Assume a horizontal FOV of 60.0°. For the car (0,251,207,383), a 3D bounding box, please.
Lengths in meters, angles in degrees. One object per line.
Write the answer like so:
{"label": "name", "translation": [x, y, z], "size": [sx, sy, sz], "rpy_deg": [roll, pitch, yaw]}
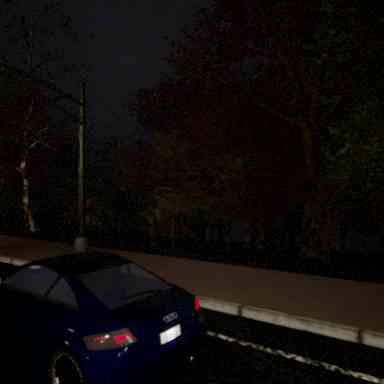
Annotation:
{"label": "car", "translation": [-1.858, 1.616, 4.997], "size": [4.181, 1.385, 1.994], "rpy_deg": [-1, 0, 36]}
